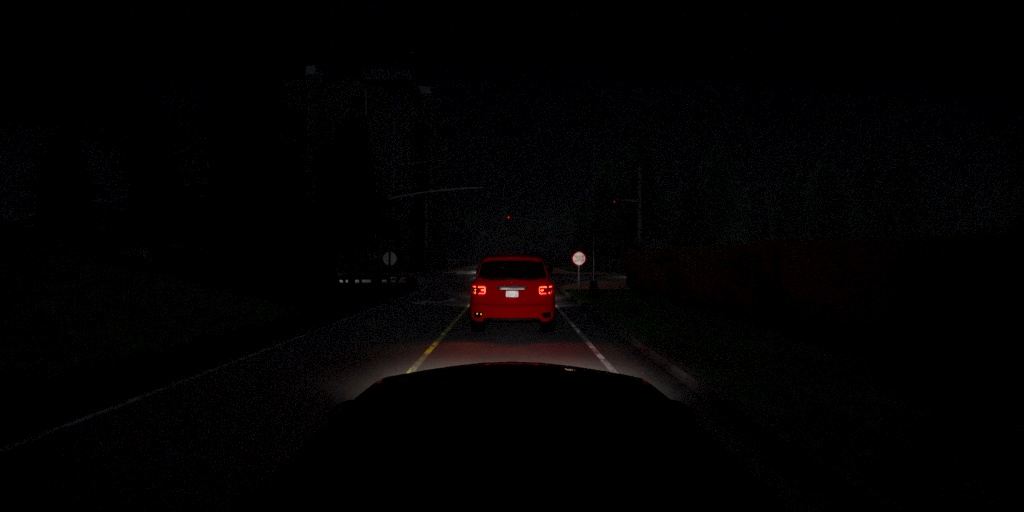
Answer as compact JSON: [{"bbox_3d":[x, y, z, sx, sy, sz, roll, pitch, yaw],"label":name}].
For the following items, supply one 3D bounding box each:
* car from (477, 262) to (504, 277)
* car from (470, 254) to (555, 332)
[{"bbox_3d":[-2.289,1.313,36.717,1.994,1.385,4.181,0,0,-14],"label":"car"},{"bbox_3d":[0.052,0.971,10.958,2.150,2.045,5.566,0,0,1],"label":"car"}]
